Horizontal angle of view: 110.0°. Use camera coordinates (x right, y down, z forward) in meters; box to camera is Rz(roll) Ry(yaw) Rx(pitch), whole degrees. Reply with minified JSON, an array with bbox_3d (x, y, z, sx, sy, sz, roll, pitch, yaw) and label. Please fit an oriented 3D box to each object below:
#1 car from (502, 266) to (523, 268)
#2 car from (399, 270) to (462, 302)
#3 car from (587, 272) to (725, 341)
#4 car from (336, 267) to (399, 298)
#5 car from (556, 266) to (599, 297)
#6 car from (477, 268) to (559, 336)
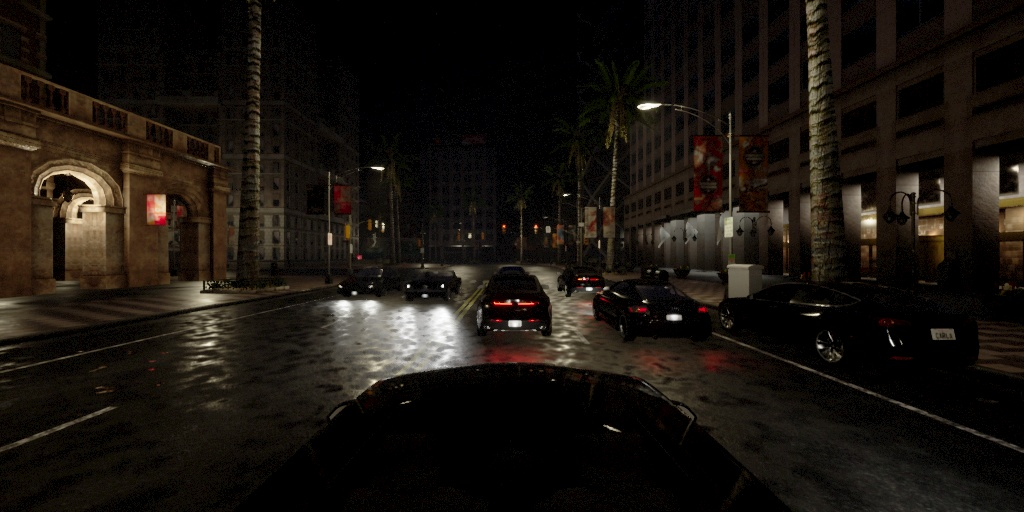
[{"bbox_3d":[0.003,1.276,19.334,1.812,1.442,4.674,0,0,-2],"label":"car"},{"bbox_3d":[-3.625,1.351,17.190,1.895,1.301,4.718,0,0,0],"label":"car"},{"bbox_3d":[3.553,1.314,9.840,1.994,1.385,4.181,0,0,0],"label":"car"},{"bbox_3d":[-7.118,1.298,18.885,2.033,1.411,5.357,0,0,0],"label":"car"},{"bbox_3d":[3.506,1.255,18.750,1.837,1.490,4.892,0,0,0],"label":"car"},{"bbox_3d":[0.047,1.254,10.387,1.837,1.490,4.892,0,0,-1],"label":"car"}]
